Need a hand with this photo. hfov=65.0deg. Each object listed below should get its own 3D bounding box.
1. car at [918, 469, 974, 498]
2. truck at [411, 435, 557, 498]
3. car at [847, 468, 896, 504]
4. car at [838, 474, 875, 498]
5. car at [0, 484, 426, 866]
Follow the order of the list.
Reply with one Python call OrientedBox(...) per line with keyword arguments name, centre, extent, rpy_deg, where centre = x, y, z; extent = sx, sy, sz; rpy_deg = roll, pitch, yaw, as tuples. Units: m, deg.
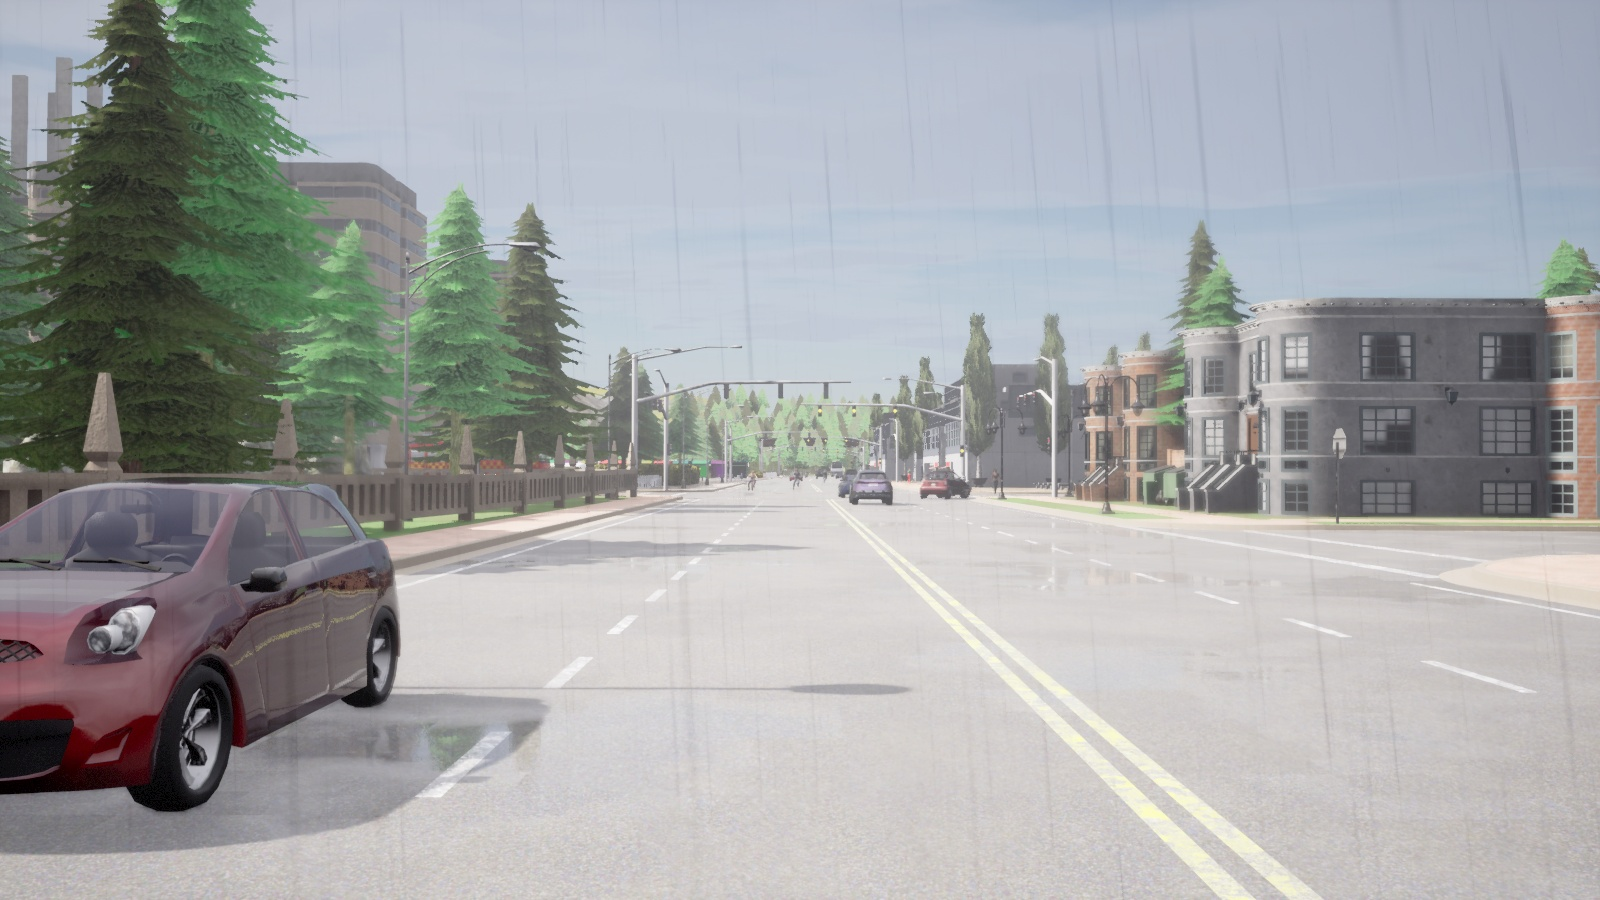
OrientedBox(name="car", centre=(8.447, 1.891, 72.360), extent=(1.851, 1.617, 3.988), rpy_deg=(-1, -1, 28))
OrientedBox(name="truck", centre=(-19.815, 1.053, 79.054), extent=(8.468, 3.827, 2.891), rpy_deg=(0, -1, 0))
OrientedBox(name="car", centre=(3.366, 1.731, 59.853), extent=(2.033, 1.649, 4.856), rpy_deg=(0, -2, 0))
OrientedBox(name="car", centre=(3.333, 2.119, 74.848), extent=(1.994, 1.385, 4.181), rpy_deg=(0, -1, 0))
OrientedBox(name="car", centre=(-3.515, 0.958, 6.892), extent=(1.845, 1.501, 3.633), rpy_deg=(0, -1, 0))
